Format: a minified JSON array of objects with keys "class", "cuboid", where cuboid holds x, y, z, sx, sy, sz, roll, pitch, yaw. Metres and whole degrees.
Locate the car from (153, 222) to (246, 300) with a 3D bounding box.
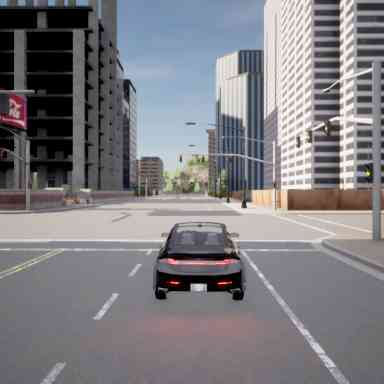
[{"class":"car","cuboid":[0.199,1.492,8.365,2.128,1.511,4.902,0,0,2]}]
